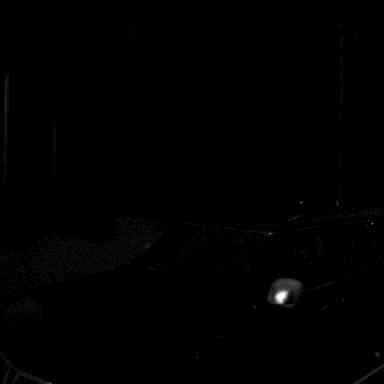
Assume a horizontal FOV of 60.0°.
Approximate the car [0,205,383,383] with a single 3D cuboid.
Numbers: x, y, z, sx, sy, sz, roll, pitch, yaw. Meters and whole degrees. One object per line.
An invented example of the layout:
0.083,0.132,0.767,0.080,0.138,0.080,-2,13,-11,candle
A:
0.745,1.222,3.910,5.566,2.045,2.150,0,0,-35,car
